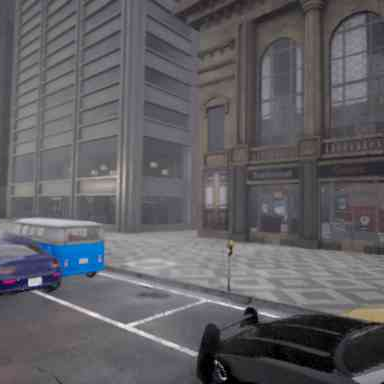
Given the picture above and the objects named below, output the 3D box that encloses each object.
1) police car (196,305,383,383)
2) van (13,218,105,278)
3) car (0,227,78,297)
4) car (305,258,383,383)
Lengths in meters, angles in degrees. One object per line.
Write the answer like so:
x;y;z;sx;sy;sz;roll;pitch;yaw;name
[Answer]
2.323;1.593;2.441;5.238;1.638;1.930;-1;-3;40;police car
-4.499;1.764;10.696;3.998;1.788;1.690;-1;-3;40;van
-5.209;1.852;8.846;4.674;1.442;1.812;-1;-3;40;car
3.910;1.771;3.528;4.829;1.417;1.752;-1;-3;40;car
